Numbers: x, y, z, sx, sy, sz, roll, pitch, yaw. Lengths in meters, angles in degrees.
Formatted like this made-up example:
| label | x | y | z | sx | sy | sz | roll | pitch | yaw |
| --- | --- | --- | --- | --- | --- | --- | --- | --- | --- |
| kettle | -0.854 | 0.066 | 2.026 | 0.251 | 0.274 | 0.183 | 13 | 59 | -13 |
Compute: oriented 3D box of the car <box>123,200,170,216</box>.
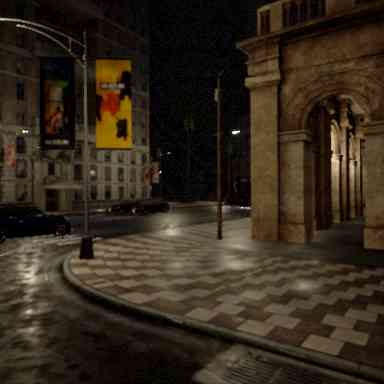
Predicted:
| label | x | y | z | sx | sy | sz | roll | pitch | yaw |
| --- | --- | --- | --- | --- | --- | --- | --- | --- | --- |
| car | -4.335 | 1.634 | 34.762 | 2.128 | 1.511 | 4.902 | 0 | 0 | 35 |

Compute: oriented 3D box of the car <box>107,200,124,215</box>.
| label | x | y | z | sx | sy | sz | roll | pitch | yaw |
| --- | --- | --- | --- | --- | --- | --- | --- | --- | --- |
| car | -7.194 | 1.655 | 36.779 | 2.128 | 1.511 | 4.902 | 0 | 0 | 35 |

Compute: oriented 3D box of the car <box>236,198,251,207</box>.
| label | x | y | z | sx | sy | sz | roll | pitch | yaw |
| --- | --- | --- | --- | --- | --- | --- | --- | --- | --- |
| car | 9.343 | 1.706 | 53.703 | 1.994 | 1.385 | 4.181 | 0 | 0 | 36 |

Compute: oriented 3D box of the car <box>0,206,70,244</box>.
| label | x | y | z | sx | sy | sz | roll | pitch | yaw |
| --- | --- | --- | --- | --- | --- | --- | --- | --- | --- |
| car | -8.439 | 1.451 | 16.642 | 2.097 | 1.767 | 4.553 | 0 | 0 | 35 |

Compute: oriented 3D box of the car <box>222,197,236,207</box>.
| label | x | y | z | sx | sy | sz | roll | pitch | yaw |
| --- | --- | --- | --- | --- | --- | --- | --- | --- | --- |
| car | 6.678 | 1.655 | 55.991 | 2.128 | 1.511 | 4.902 | 0 | 0 | 36 |
